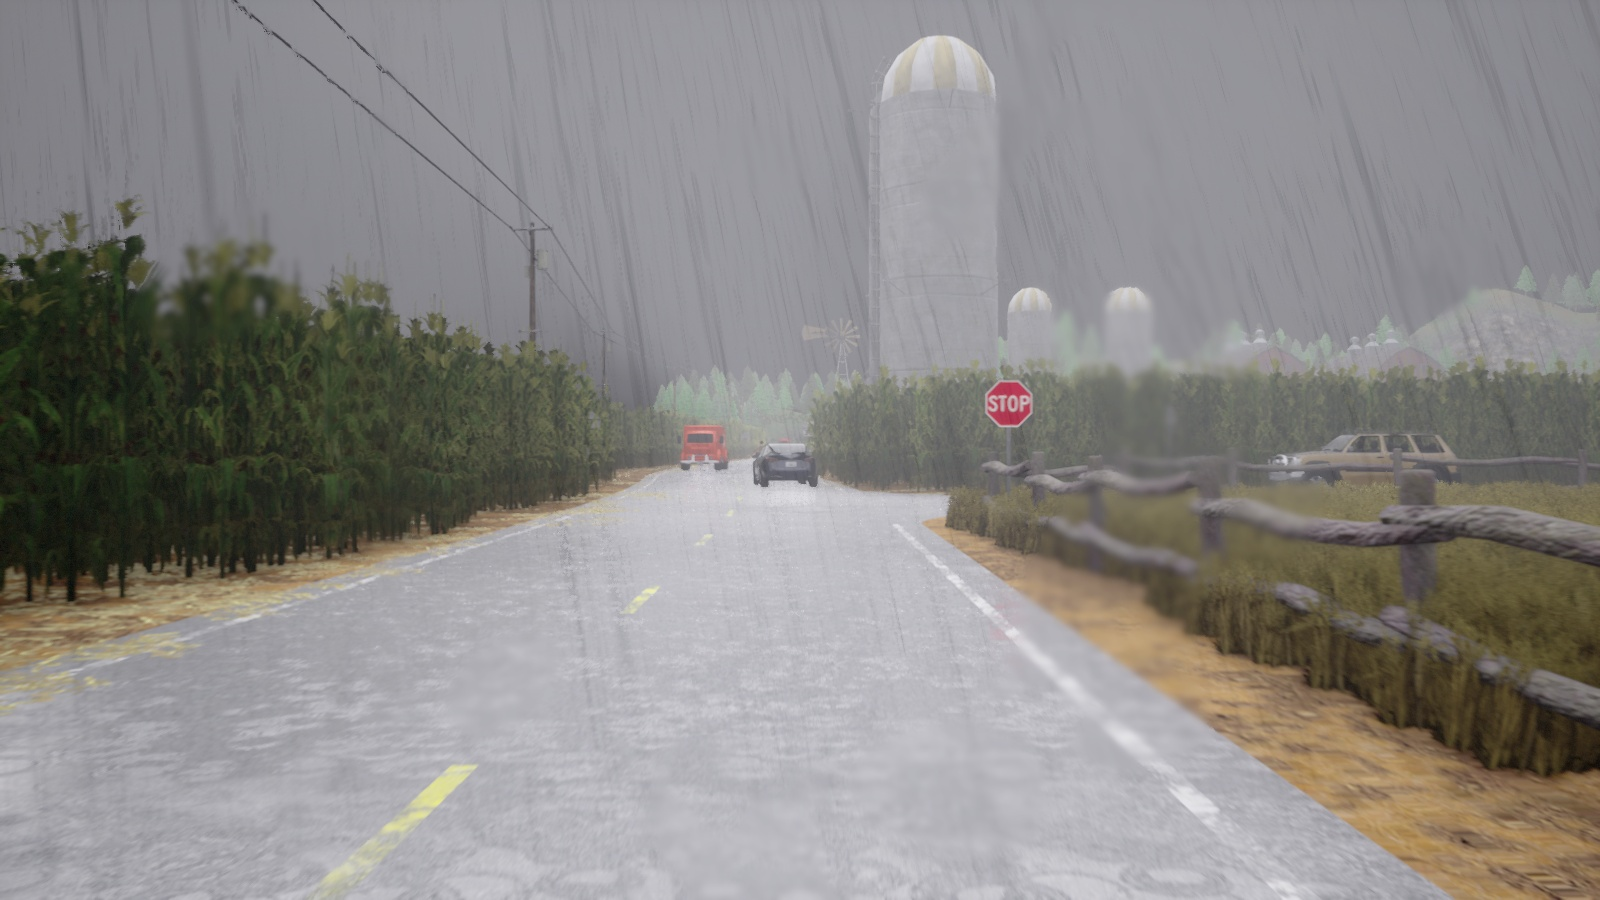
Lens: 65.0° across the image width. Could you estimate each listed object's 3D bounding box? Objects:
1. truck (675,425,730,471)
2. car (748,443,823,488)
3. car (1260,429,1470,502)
[{"bbox_3d":[-5.349,-0.136,69.393,2.627,2.467,5.204,0,0,0],"label":"truck"},{"bbox_3d":[-0.562,0.499,43.846,2.163,1.488,4.792,0,0,-6],"label":"car"},{"bbox_3d":[14.721,0.390,32.899,4.605,1.855,1.932,0,0,0],"label":"car"}]
